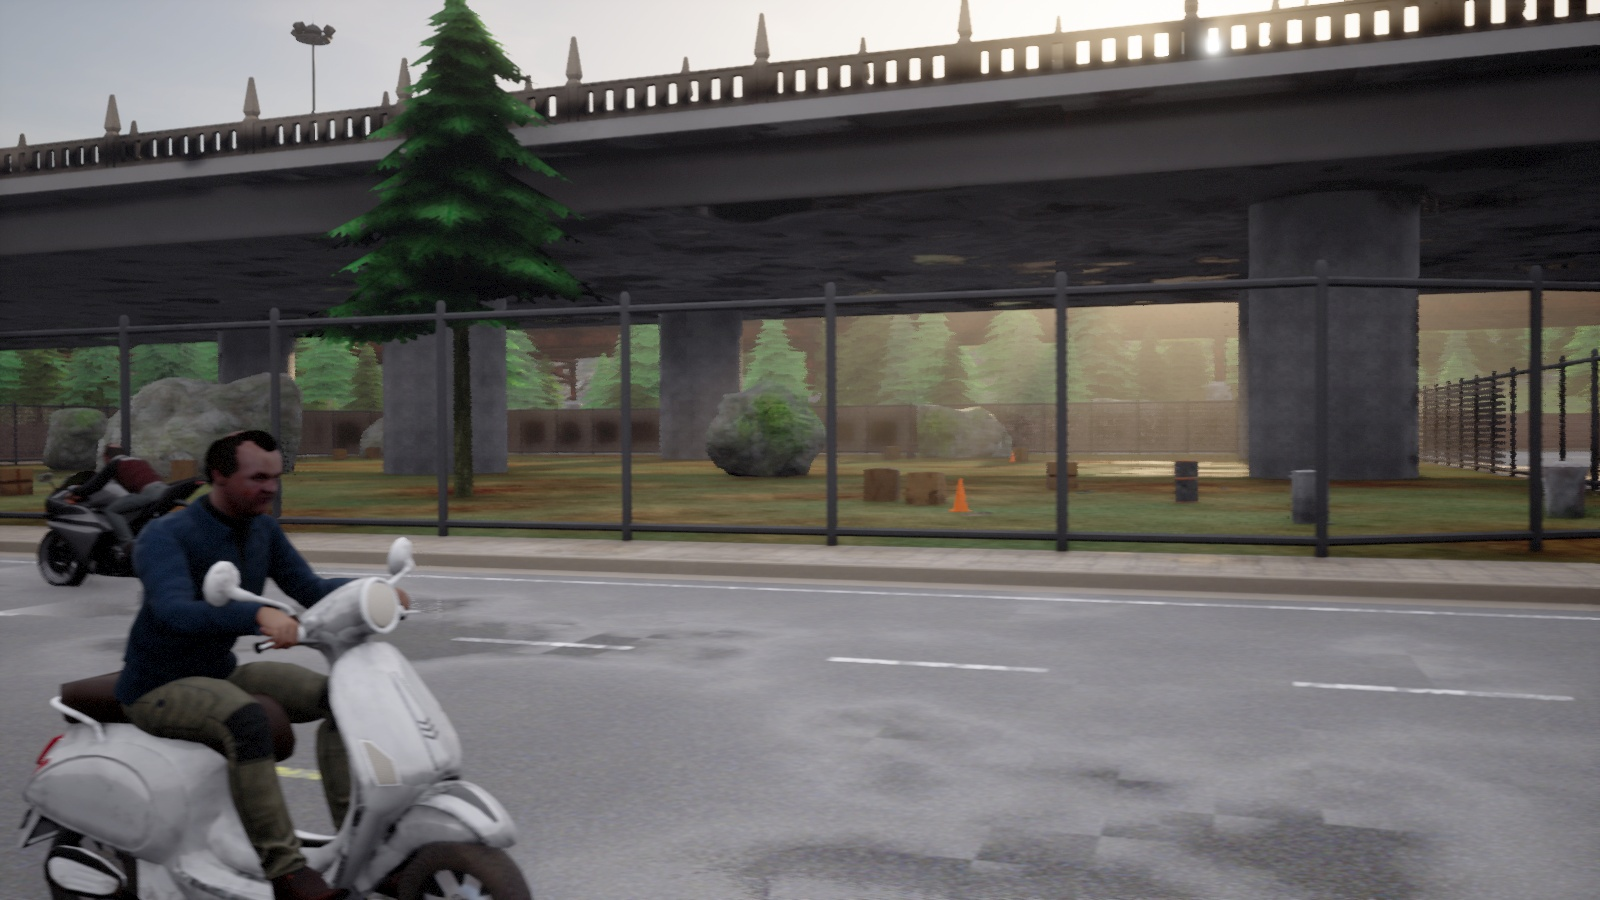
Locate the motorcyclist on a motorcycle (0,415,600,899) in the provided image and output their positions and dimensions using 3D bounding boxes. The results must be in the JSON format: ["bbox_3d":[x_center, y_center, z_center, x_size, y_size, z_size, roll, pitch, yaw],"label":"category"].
[{"bbox_3d":[-1.630,0.723,3.741,1.817,1.590,0.866,-1,0,19],"label":"motorcyclist on a motorcycle"}]

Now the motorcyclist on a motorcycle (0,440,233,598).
[{"bbox_3d":[-7.058,0.665,12.953,2.191,1.530,0.866,0,1,19],"label":"motorcyclist on a motorcycle"}]
